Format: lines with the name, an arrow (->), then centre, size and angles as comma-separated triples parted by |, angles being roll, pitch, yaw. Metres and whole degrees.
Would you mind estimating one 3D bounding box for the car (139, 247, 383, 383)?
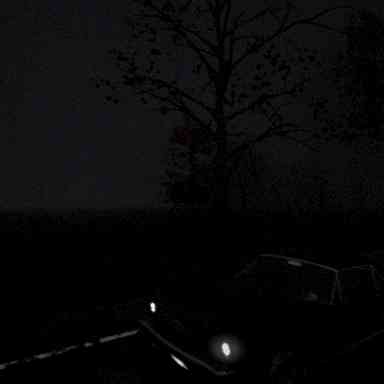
car -> 1.641, 1.620, 5.069 | 4.718, 1.301, 1.895 | 0, 0, -36
